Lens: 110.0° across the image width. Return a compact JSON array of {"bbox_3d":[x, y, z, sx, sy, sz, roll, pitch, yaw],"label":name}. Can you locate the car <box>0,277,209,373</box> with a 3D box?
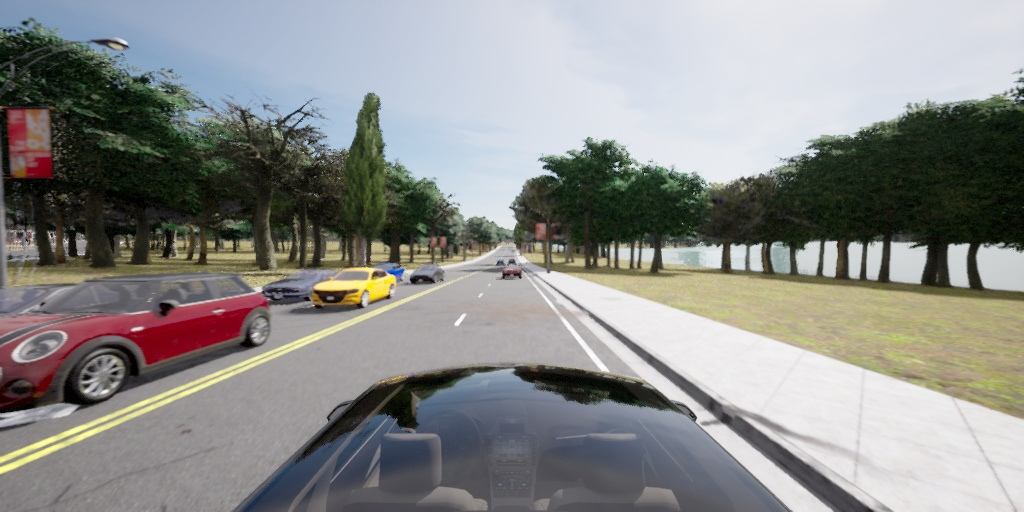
[{"bbox_3d":[-9.799,1.304,7.686,2.033,1.411,5.357,0,0,1],"label":"car"}]

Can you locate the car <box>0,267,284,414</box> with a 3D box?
[{"bbox_3d":[-6.557,1.107,6.269,2.097,1.767,4.553,0,0,0],"label":"car"}]

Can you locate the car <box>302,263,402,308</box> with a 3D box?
[{"bbox_3d":[-6.571,1.259,15.482,1.882,1.535,5.008,0,0,0],"label":"car"}]

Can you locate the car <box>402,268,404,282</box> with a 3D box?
[{"bbox_3d":[-9.807,1.327,27.799,1.882,1.535,5.008,0,0,0],"label":"car"}]

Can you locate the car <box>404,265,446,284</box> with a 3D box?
[{"bbox_3d":[-6.557,1.402,28.495,2.033,1.411,5.357,0,0,1],"label":"car"}]

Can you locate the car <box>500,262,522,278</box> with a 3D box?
[{"bbox_3d":[-0.008,1.523,36.261,1.895,1.301,4.718,0,-1,0],"label":"car"}]

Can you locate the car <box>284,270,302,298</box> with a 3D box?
[{"bbox_3d":[-9.807,1.337,17.762,2.033,1.411,5.357,0,0,1],"label":"car"}]
